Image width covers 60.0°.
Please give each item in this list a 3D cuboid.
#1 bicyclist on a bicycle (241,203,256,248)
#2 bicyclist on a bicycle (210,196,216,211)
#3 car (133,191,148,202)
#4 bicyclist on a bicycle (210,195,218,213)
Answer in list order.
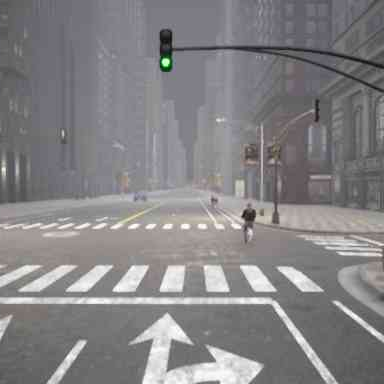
[{"bbox_3d":[2.286,1.306,13.572,0.659,1.776,1.843,1,1,0],"label":"bicyclist on a bicycle"},{"bbox_3d":[2.283,1.220,36.167,0.582,1.620,1.656,0,0,0],"label":"bicyclist on a bicycle"},{"bbox_3d":[-9.693,0.780,62.895,2.150,2.045,5.566,0,0,0],"label":"car"},{"bbox_3d":[2.281,1.160,32.933,0.659,1.776,1.843,0,1,0],"label":"bicyclist on a bicycle"}]
